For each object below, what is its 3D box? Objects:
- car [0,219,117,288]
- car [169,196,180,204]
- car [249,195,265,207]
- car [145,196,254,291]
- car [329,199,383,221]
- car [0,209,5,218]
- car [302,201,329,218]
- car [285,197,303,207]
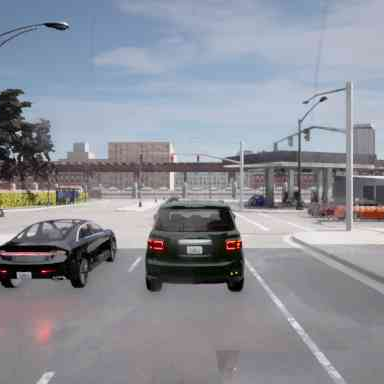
[{"bbox_3d":[-3.431,1.491,9.238,2.128,1.511,4.902,0,0,0],"label":"car"},{"bbox_3d":[-3.482,1.504,66.936,1.837,1.490,4.892,0,0,0],"label":"car"},{"bbox_3d":[9.649,1.295,49.338,2.242,1.667,4.611,0,0,0],"label":"car"},{"bbox_3d":[0.073,1.221,9.153,2.150,2.045,5.566,0,0,0],"label":"car"},{"bbox_3d":[13.461,1.352,25.539,4.553,1.767,2.097,0,0,-1],"label":"car"},{"bbox_3d":[-17.218,1.564,26.380,4.181,1.385,1.994,0,0,-8],"label":"car"},{"bbox_3d":[12.354,1.564,29.210,4.181,1.385,1.994,0,0,-1],"label":"car"},{"bbox_3d":[15.393,1.455,50.107,1.970,1.475,3.806,0,0,0],"label":"car"}]
